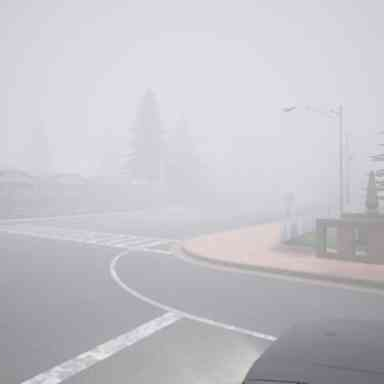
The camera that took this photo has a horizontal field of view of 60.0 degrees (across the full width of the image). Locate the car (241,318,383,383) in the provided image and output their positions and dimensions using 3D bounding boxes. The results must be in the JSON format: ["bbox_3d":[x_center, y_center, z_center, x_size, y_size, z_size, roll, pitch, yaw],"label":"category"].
[{"bbox_3d":[2.926,1.542,1.890,5.357,1.411,2.033,0,0,36],"label":"car"}]
